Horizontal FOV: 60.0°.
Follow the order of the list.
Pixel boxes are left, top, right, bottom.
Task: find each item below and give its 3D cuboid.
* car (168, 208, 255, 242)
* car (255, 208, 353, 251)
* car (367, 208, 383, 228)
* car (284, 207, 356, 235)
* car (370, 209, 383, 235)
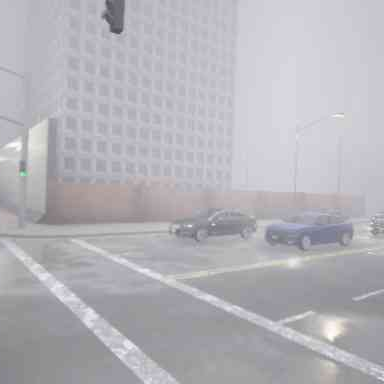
[{"bbox_3d":[1.139,1.549,16.541,4.902,1.511,2.128,2,0,-36],"label":"car"},{"bbox_3d":[5.473,1.691,15.370,5.008,1.535,1.882,2,0,-36],"label":"car"},{"bbox_3d":[16.933,2.130,28.009,4.892,1.490,1.837,2,0,-36],"label":"car"},{"bbox_3d":[8.498,1.814,21.921,4.902,1.511,2.128,2,0,-37],"label":"car"},{"bbox_3d":[13.099,1.993,20.923,4.892,1.490,1.837,2,0,-36],"label":"car"}]
